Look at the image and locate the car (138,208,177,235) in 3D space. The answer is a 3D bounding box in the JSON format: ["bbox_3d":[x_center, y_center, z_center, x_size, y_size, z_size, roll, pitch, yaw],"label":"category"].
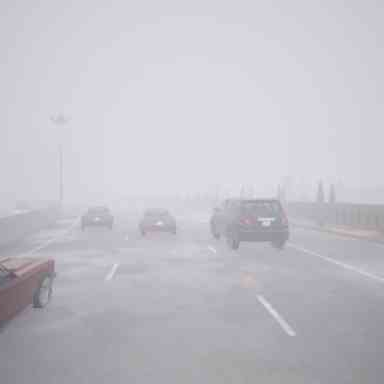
[{"bbox_3d":[-2.104,1.625,19.420,1.994,1.385,4.181,0,0,-11],"label":"car"}]

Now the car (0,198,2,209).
[{"bbox_3d":[-30.111,1.484,50.297,2.150,2.045,5.566,0,0,-33],"label":"car"}]

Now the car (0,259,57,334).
[{"bbox_3d":[-3.682,1.630,4.949,1.895,1.301,4.718,0,0,-3],"label":"car"}]

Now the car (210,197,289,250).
[{"bbox_3d":[2.318,1.251,14.715,2.150,2.045,5.566,0,0,-8],"label":"car"}]

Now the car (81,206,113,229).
[{"bbox_3d":[-6.353,1.652,22.514,1.994,1.385,4.181,0,0,-13],"label":"car"}]

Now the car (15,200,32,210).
[{"bbox_3d":[-23.398,1.787,46.068,1.994,1.385,4.181,0,0,-30],"label":"car"}]
